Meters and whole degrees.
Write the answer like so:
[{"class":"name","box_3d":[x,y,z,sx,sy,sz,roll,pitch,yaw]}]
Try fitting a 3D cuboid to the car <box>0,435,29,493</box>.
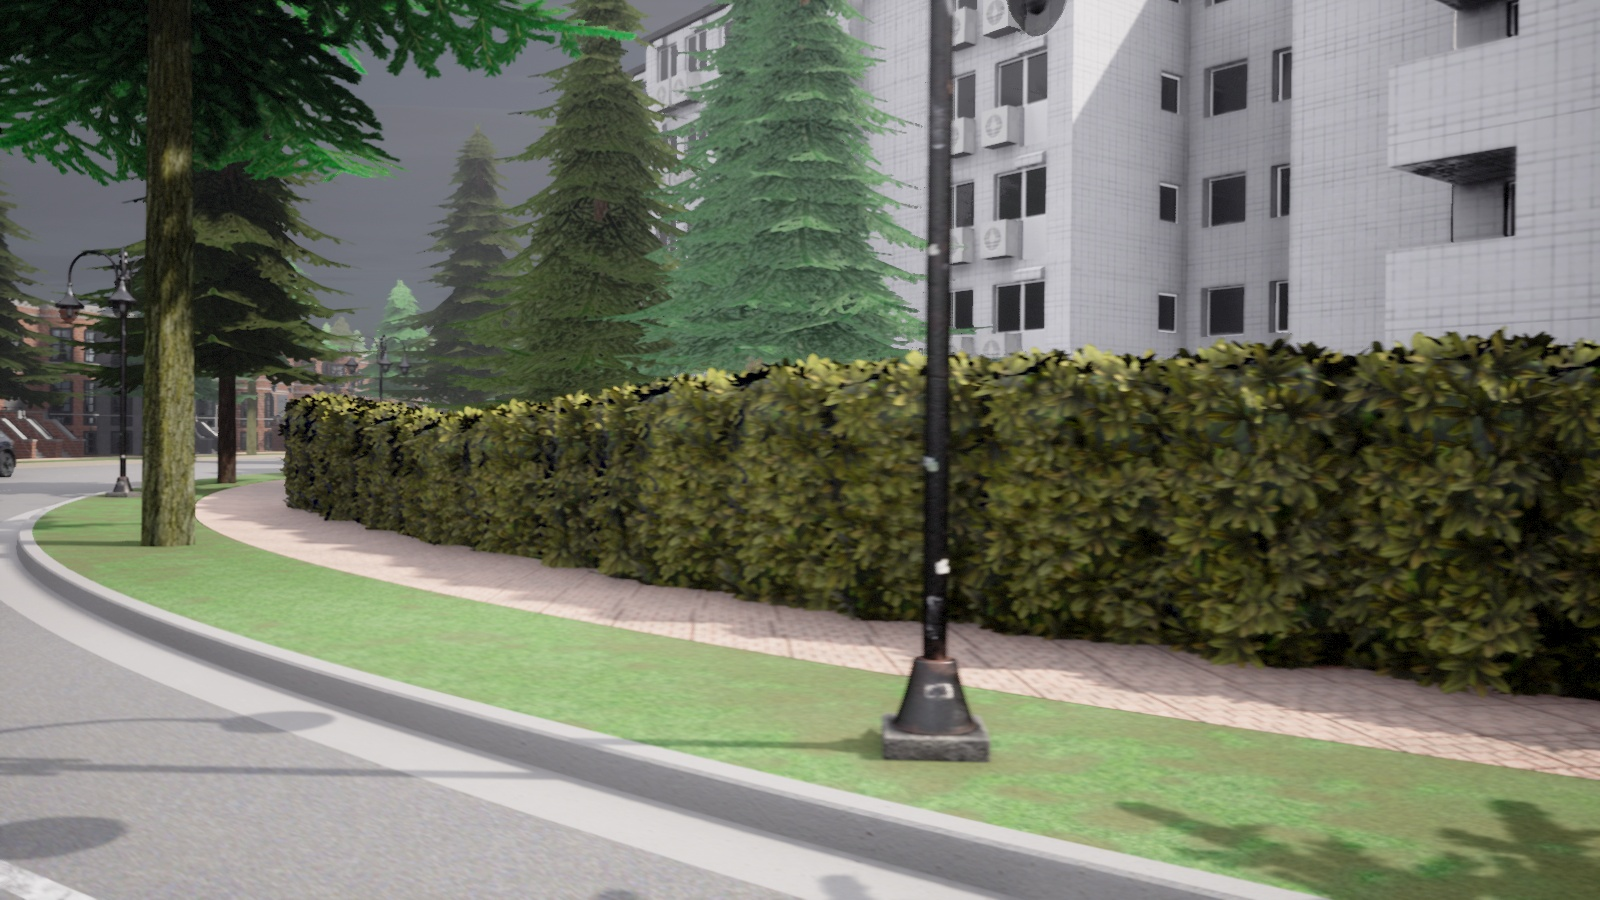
[{"class":"car","box_3d":[-23.629,0.421,34.537,2.033,1.649,4.856,-1,1,-3]}]
